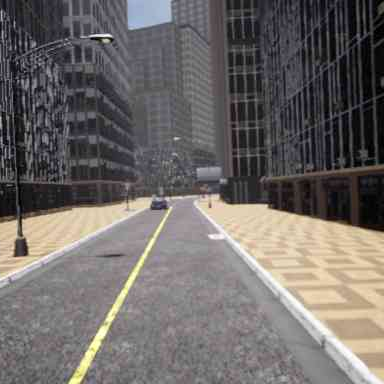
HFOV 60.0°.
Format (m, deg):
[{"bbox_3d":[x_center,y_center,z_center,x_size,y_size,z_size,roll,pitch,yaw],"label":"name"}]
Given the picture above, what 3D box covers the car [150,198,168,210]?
[{"bbox_3d":[-3.995,1.450,40.669,1.994,1.385,4.181,-3,0,-2],"label":"car"}]
